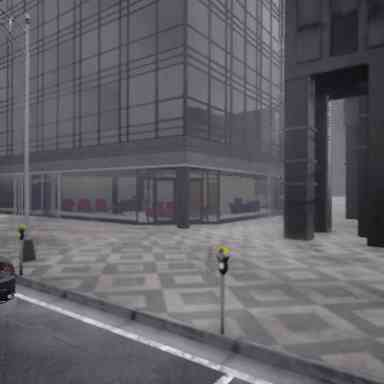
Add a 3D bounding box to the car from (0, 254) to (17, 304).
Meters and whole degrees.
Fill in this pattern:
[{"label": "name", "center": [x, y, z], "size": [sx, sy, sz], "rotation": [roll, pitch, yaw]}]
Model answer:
[{"label": "car", "center": [-5.227, 1.515, 6.690], "size": [4.403, 1.369, 2.008], "rotation": [0, 0, 35]}]
